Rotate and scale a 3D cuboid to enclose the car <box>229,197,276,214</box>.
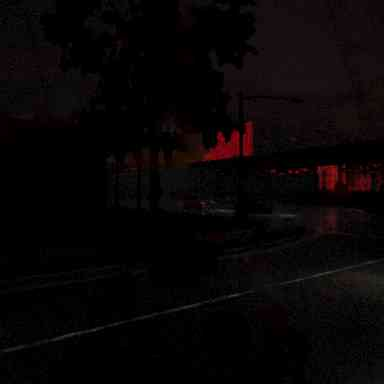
[{"bbox_3d":[6.581,1.475,35.117,1.882,1.535,5.008,0,0,-34],"label":"car"}]

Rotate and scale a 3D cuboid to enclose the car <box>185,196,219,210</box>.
[{"bbox_3d":[0.941,1.349,43.568,2.097,1.767,4.553,0,0,-33],"label":"car"}]

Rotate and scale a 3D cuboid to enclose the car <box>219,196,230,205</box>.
[{"bbox_3d":[6.278,1.521,60.973,1.812,1.442,4.674,0,0,-34],"label":"car"}]

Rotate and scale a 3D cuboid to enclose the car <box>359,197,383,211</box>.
[{"bbox_3d":[21.666,1.348,38.120,2.097,1.767,4.553,0,0,-34],"label":"car"}]
